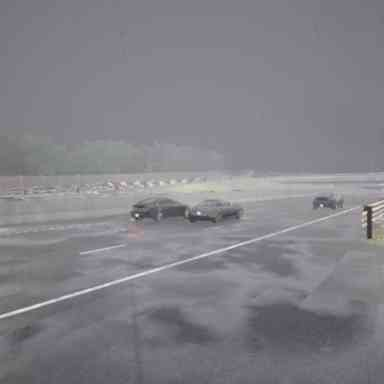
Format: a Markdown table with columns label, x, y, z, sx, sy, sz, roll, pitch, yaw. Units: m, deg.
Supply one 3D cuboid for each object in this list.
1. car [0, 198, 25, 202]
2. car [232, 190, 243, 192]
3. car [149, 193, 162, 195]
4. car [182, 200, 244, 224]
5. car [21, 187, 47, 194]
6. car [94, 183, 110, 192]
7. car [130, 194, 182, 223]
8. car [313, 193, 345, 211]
| label | x | y | z | sx | sy | sz | roll | pitch | yaw |
| --- | --- | --- | --- | --- | --- | --- | --- | --- | --- |
| car | -15.548 | 1.170 | 27.393 | 2.033 | 1.411 | 5.357 | 0 | 1 | 36 |
| car | 8.205 | 0.384 | 60.165 | 1.994 | 1.385 | 4.181 | 0 | 1 | 36 |
| car | -4.673 | 0.820 | 42.384 | 1.994 | 1.385 | 4.181 | 0 | 1 | 36 |
| car | 1.585 | 1.158 | 20.864 | 1.994 | 1.385 | 4.181 | 0 | 1 | 36 |
| car | -24.113 | -0.001 | 51.141 | 2.128 | 1.511 | 4.902 | 0 | 3 | 21 |
| car | -18.204 | -0.938 | 65.856 | 1.837 | 1.490 | 4.892 | 0 | 4 | 23 |
| car | -1.891 | 1.109 | 22.033 | 1.837 | 1.490 | 4.892 | 0 | 1 | 36 |
| car | 12.347 | 0.828 | 29.930 | 1.837 | 1.490 | 4.892 | 0 | 1 | 36 |
